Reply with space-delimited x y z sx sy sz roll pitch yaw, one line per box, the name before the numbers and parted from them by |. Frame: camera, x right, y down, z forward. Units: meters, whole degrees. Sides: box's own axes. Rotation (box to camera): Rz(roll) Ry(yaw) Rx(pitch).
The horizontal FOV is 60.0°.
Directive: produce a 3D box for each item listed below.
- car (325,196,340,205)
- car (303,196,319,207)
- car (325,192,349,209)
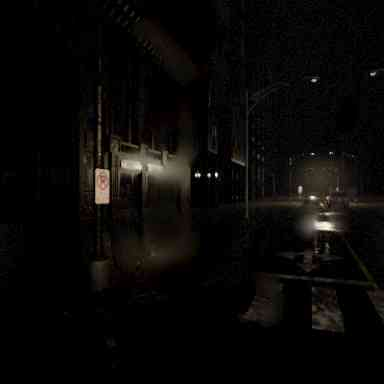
car | 21.422 1.271 50.764 1.895 1.301 4.718 0 0 20
car | 16.606 1.252 46.272 2.033 1.411 5.357 0 0 20
car | 17.810 0.956 40.682 2.150 2.045 5.566 0 0 20
